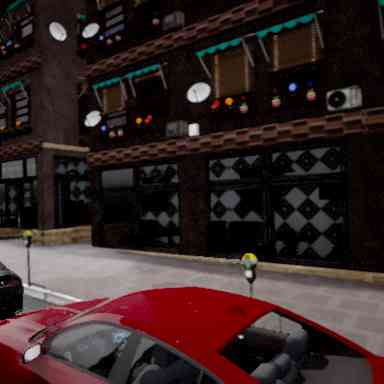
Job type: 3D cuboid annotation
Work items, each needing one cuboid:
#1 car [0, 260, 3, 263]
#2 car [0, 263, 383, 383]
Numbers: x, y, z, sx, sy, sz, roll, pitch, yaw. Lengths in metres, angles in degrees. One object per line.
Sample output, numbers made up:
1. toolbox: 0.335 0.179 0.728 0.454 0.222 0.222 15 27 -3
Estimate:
1. car: -4.814 1.619 6.106 4.403 1.369 2.008 -1 -2 35
2. car: -0.280 1.558 2.937 4.507 1.381 1.887 -1 -2 35
